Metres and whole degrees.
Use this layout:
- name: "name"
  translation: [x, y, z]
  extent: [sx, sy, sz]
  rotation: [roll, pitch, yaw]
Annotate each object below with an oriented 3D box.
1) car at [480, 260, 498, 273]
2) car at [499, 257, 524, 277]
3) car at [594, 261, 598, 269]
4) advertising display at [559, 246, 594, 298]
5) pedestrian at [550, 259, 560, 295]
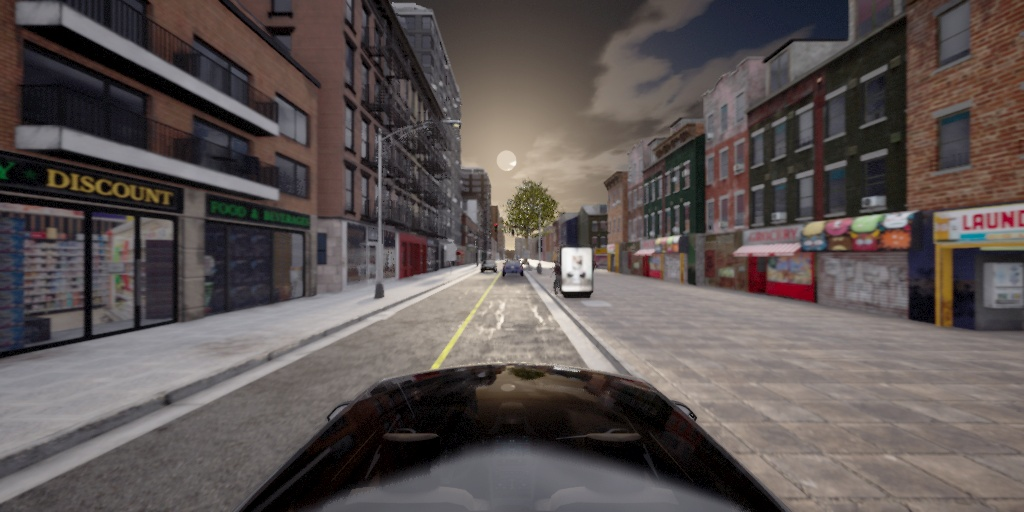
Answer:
- name: "car"
  translation: [-2.754, 1.222, 43.125]
  extent: [1.837, 1.490, 4.892]
  rotation: [0, 0, 0]
- name: "car"
  translation: [0.079, 1.071, 35.797]
  extent: [2.097, 1.767, 4.553]
  rotation: [0, 0, 0]
- name: "car"
  translation: [10.930, 1.219, 54.708]
  extent: [4.097, 1.591, 1.967]
  rotation: [0, 0, 0]
- name: "advertising display"
  translation: [3.012, 0.760, 16.738]
  extent: [1.540, 2.440, 0.280]
  rotation: [0, 0, 0]
- name: "pedestrian"
  translation: [2.154, 0.940, 17.231]
  extent: [0.375, 1.860, 0.375]
  rotation: [0, 0, -10]
